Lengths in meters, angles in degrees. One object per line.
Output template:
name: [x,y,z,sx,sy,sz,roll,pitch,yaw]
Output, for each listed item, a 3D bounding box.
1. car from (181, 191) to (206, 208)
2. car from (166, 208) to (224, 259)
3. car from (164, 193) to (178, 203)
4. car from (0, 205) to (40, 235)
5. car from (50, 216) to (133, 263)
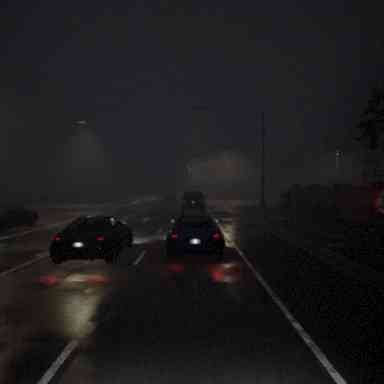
car: [0.111,0.932,31.508,2.150,2.045,5.566,0,1,0]
car: [0.104,1.530,12.574,1.994,1.385,4.181,0,0,0]
car: [-3.384,0.857,52.727,1.837,1.490,4.892,0,0,0]
car: [-10.540,1.456,18.637,2.033,1.411,5.357,0,1,1]
car: [-3.396,1.535,11.937,1.994,1.385,4.181,0,0,0]
